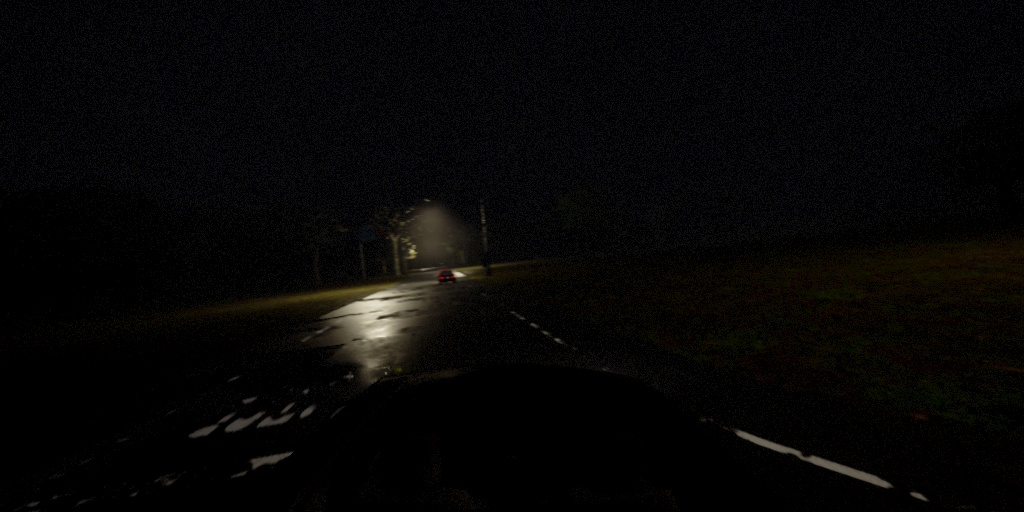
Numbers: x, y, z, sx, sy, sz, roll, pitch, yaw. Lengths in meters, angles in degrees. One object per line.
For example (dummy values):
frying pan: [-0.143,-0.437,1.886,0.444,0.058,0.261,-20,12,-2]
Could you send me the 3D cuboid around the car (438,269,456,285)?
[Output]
car: [-7.162,2.336,39.571,2.033,1.411,5.357,-5,0,-12]
